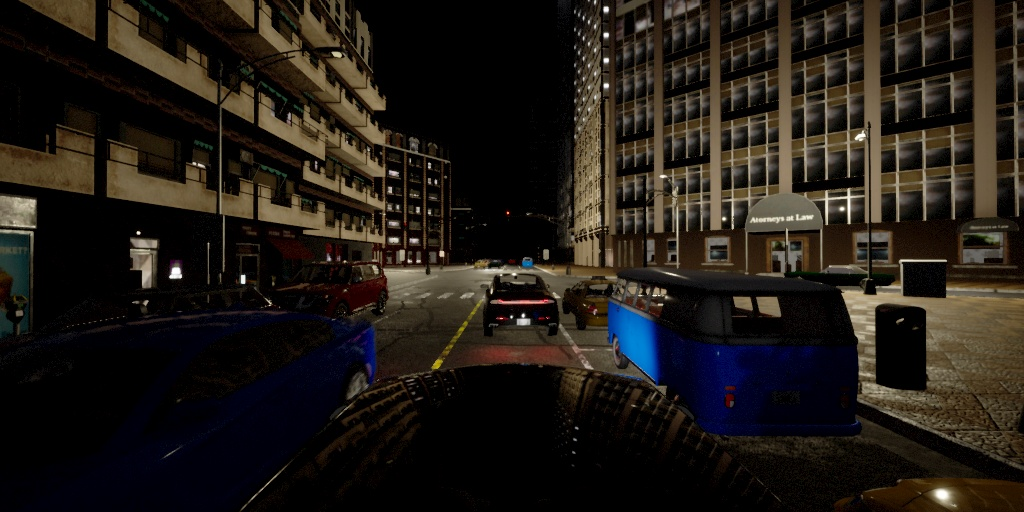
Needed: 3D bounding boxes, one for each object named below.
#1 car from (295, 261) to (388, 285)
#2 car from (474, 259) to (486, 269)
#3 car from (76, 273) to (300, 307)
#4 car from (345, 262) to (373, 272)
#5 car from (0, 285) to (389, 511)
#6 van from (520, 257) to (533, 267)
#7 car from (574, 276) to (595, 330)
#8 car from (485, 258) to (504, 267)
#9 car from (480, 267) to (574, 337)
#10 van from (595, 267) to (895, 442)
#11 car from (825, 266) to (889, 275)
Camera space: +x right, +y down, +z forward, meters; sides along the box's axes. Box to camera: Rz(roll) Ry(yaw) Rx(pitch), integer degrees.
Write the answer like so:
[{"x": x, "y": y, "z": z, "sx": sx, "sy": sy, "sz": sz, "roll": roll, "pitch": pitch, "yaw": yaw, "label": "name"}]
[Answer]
[{"x": -5.312, "y": 1.068, "z": 10.737, "sx": 2.192, "sy": 1.841, "sz": 5.009, "roll": 0, "pitch": 0, "yaw": 0, "label": "car"}, {"x": -5.301, "y": 1.352, "z": 59.567, "sx": 1.751, "sy": 1.417, "sz": 4.829, "roll": 0, "pitch": 0, "yaw": 0, "label": "car"}, {"x": -5.314, "y": 1.191, "z": 5.202, "sx": 1.967, "sy": 1.591, "sz": 4.097, "roll": 0, "pitch": 0, "yaw": 0, "label": "car"}, {"x": -21.763, "y": 1.536, "z": 50.993, "sx": 4.181, "sy": 1.385, "sz": 1.994, "roll": -1, "pitch": -1, "yaw": 41, "label": "car"}, {"x": -2.775, "y": 1.228, "z": 2.774, "sx": 1.882, "sy": 1.535, "sz": 5.008, "roll": 0, "pitch": 0, "yaw": 1, "label": "car"}, {"x": 2.579, "y": 1.168, "z": 59.735, "sx": 1.690, "sy": 1.789, "sz": 3.998, "roll": 0, "pitch": 0, "yaw": 0, "label": "van"}, {"x": 2.568, "y": 1.279, "z": 10.912, "sx": 1.751, "sy": 1.417, "sz": 4.829, "roll": 0, "pitch": 0, "yaw": 0, "label": "car"}, {"x": -2.804, "y": 1.426, "z": 58.826, "sx": 1.895, "sy": 1.301, "sz": 4.718, "roll": 0, "pitch": 0, "yaw": 2, "label": "car"}, {"x": 0.135, "y": 1.245, "z": 10.347, "sx": 2.128, "sy": 1.511, "sz": 4.902, "roll": 0, "pitch": 0, "yaw": -3, "label": "car"}, {"x": 2.567, "y": 1.092, "z": 5.205, "sx": 1.690, "sy": 1.789, "sz": 3.998, "roll": 0, "pitch": 0, "yaw": 0, "label": "van"}, {"x": 18.313, "y": 1.194, "z": 20.455, "sx": 4.718, "sy": 1.301, "sz": 1.895, "roll": -1, "pitch": -1, "yaw": 41, "label": "car"}]
